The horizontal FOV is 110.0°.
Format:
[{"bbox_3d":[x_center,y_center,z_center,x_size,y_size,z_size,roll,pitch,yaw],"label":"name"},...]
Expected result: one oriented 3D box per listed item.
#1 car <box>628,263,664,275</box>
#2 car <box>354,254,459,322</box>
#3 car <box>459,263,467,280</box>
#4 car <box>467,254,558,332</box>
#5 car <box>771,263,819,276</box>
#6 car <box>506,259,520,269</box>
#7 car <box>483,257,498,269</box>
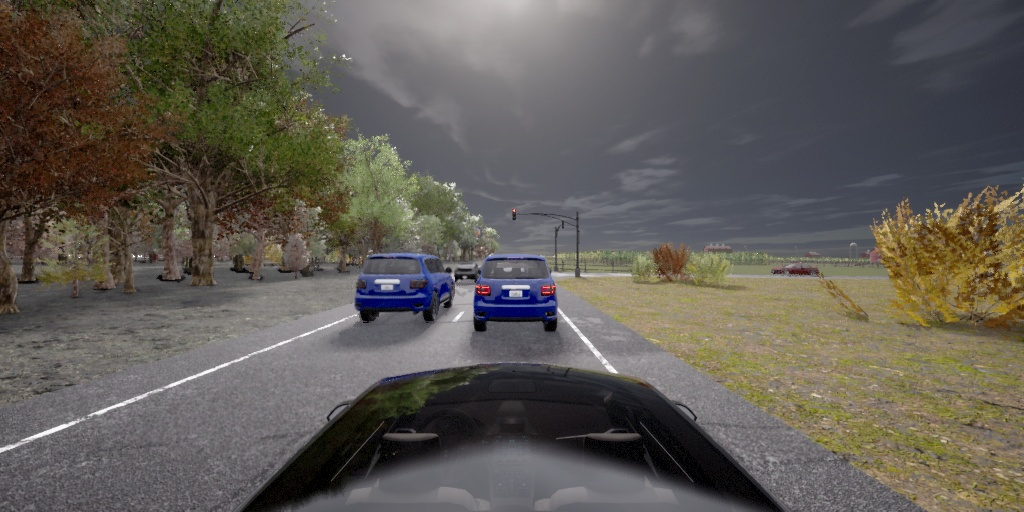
[{"bbox_3d":[16.316,1.551,43.557,4.181,1.385,1.994,1,-1,2],"label":"car"},{"bbox_3d":[-3.409,0.969,12.367,2.150,2.045,5.566,0,-1,-1],"label":"car"},{"bbox_3d":[-3.439,1.261,28.476,1.837,1.490,4.892,0,0,0],"label":"car"},{"bbox_3d":[0.089,0.974,11.054,2.150,2.045,5.566,0,0,0],"label":"car"},{"bbox_3d":[34.189,1.659,43.429,5.008,1.535,1.882,1,-1,0],"label":"car"},{"bbox_3d":[0.090,1.233,56.748,1.882,1.535,5.008,-1,0,-5],"label":"car"},{"bbox_3d":[-3.488,1.106,59.229,2.097,1.767,4.553,0,0,0],"label":"car"}]
